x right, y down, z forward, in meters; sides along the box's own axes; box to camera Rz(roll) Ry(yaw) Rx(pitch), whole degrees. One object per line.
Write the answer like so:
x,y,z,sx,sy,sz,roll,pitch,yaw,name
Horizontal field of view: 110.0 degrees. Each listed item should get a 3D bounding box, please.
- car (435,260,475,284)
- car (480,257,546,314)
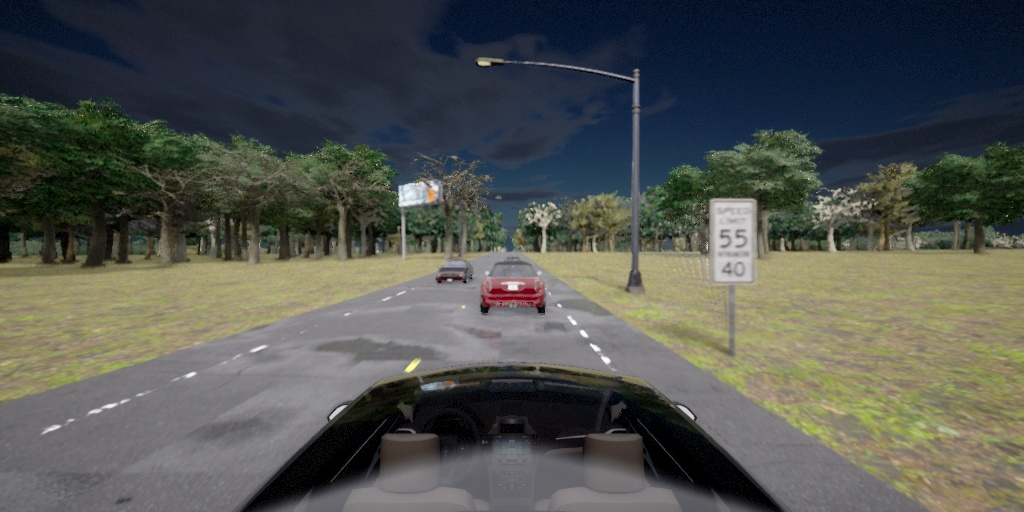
-3.519,0.945,23.052,2.033,1.411,5.357,0,1,1,car
0.049,0.936,13.066,2.097,1.767,4.553,0,1,1,car
